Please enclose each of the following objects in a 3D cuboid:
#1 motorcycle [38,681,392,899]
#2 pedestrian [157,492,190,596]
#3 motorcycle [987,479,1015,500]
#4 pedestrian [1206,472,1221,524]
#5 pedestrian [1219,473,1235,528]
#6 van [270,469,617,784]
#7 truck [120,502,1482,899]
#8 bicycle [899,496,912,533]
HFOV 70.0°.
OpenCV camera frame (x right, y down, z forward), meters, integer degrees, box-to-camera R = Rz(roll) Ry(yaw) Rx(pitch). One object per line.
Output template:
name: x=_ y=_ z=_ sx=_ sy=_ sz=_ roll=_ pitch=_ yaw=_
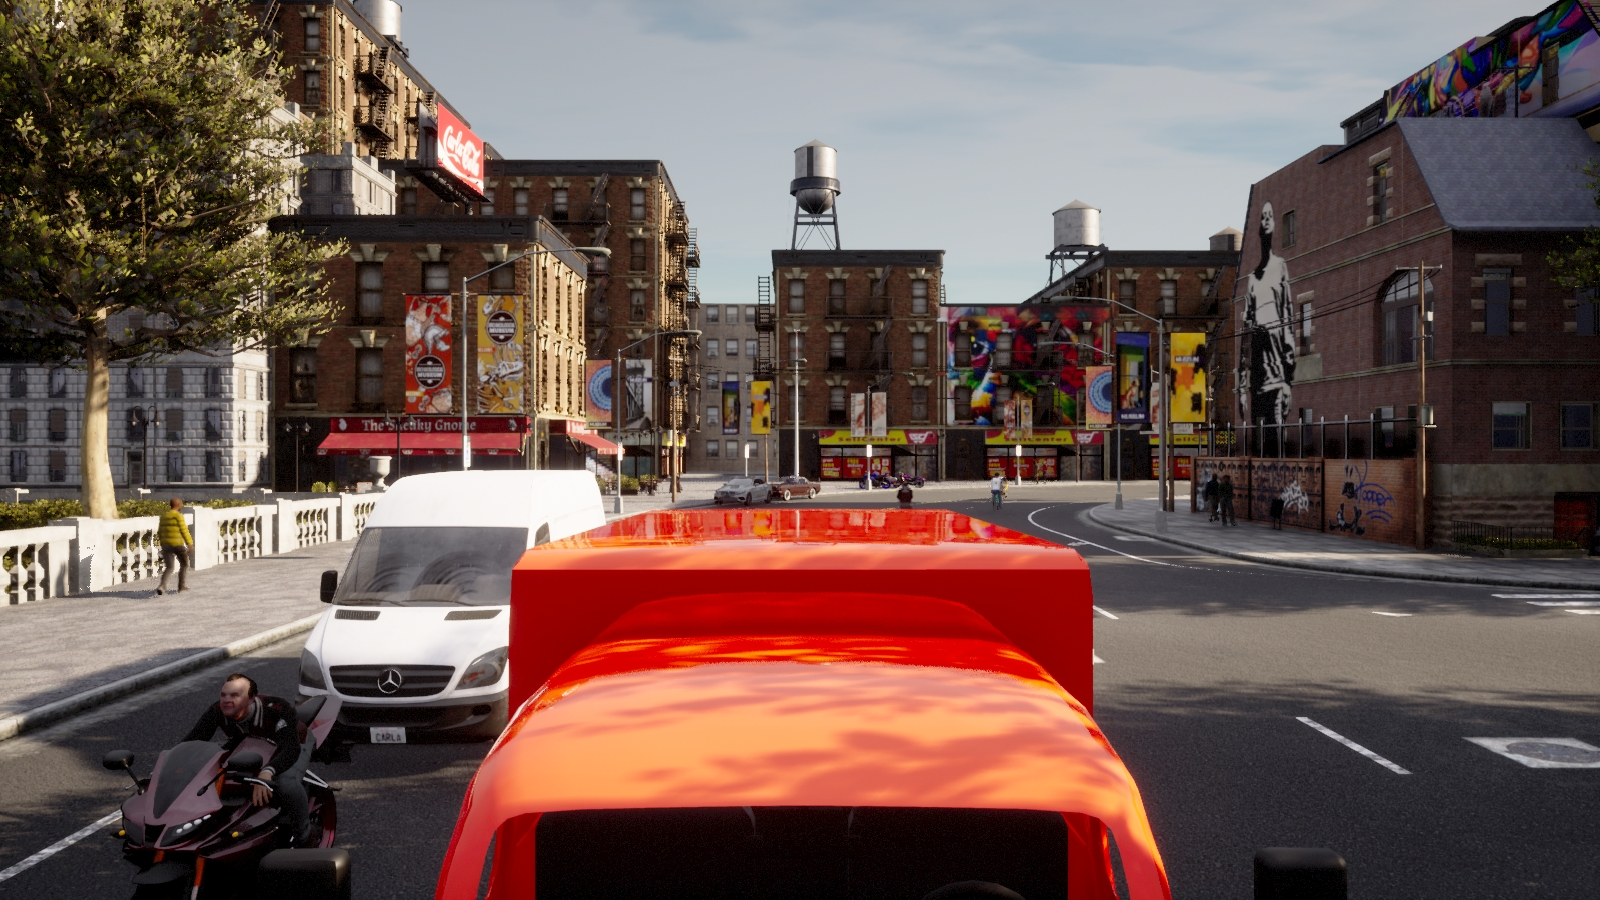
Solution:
motorcycle: x=-3.264 y=2.208 z=6.698 sx=0.867 sy=1.251 sz=2.209 roll=0 pitch=0 yaw=3
pedestrian: x=-11.414 y=1.705 z=20.819 sx=0.375 sy=1.860 sz=0.375 roll=0 pitch=0 yaw=10
motorcycle: x=11.470 y=2.238 z=65.125 sx=0.803 sy=1.145 sz=2.033 roll=1 pitch=0 yaw=33
pedestrian: x=14.891 y=1.712 z=41.146 sx=0.375 sy=1.860 sz=0.375 roll=0 pitch=0 yaw=-2
pedestrian: x=14.569 y=1.711 z=38.985 sx=0.375 sy=1.860 sz=0.375 roll=0 pitch=0 yaw=-1
van: x=-3.487 y=1.540 z=12.614 sx=1.988 sy=2.561 sz=5.915 roll=0 pitch=0 yaw=0
truck: x=-0.002 y=1.571 z=4.805 sx=2.627 sy=2.467 sz=5.204 roll=0 pitch=0 yaw=0
bicycle: x=3.654 y=2.226 z=39.622 sx=0.329 sy=1.171 sz=1.835 roll=0 pitch=0 yaw=2
